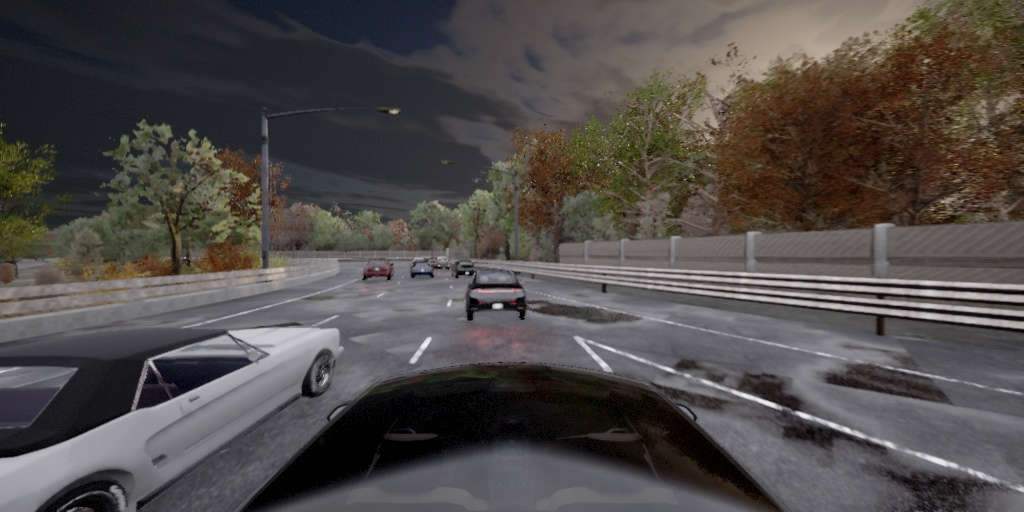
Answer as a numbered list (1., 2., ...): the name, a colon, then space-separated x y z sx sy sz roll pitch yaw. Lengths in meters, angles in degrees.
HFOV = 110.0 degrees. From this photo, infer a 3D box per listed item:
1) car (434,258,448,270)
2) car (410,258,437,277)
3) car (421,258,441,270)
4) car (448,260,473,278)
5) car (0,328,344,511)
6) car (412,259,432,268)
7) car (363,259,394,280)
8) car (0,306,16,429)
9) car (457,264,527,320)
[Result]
1. car: -8.985 1.180 44.974 1.895 1.301 4.718 0 0 -22
2. car: -8.459 1.196 33.545 1.994 1.385 4.181 0 0 -17
3. car: -11.444 1.067 50.556 1.837 1.490 4.892 0 0 -25
4. car: -4.322 1.130 31.846 1.837 1.490 4.892 0 0 -16
5. car: -3.518 1.354 3.460 1.895 1.301 4.718 -1 1 -1
6. car: -14.035 1.111 55.923 1.994 1.385 4.181 0 0 -29
7. car: -11.008 1.012 29.816 2.097 1.767 4.553 0 0 -15
8. car: -6.948 1.328 1.619 2.033 1.411 5.357 0 0 -1
9. car: -0.632 1.193 12.470 2.128 1.511 4.902 0 0 -6
